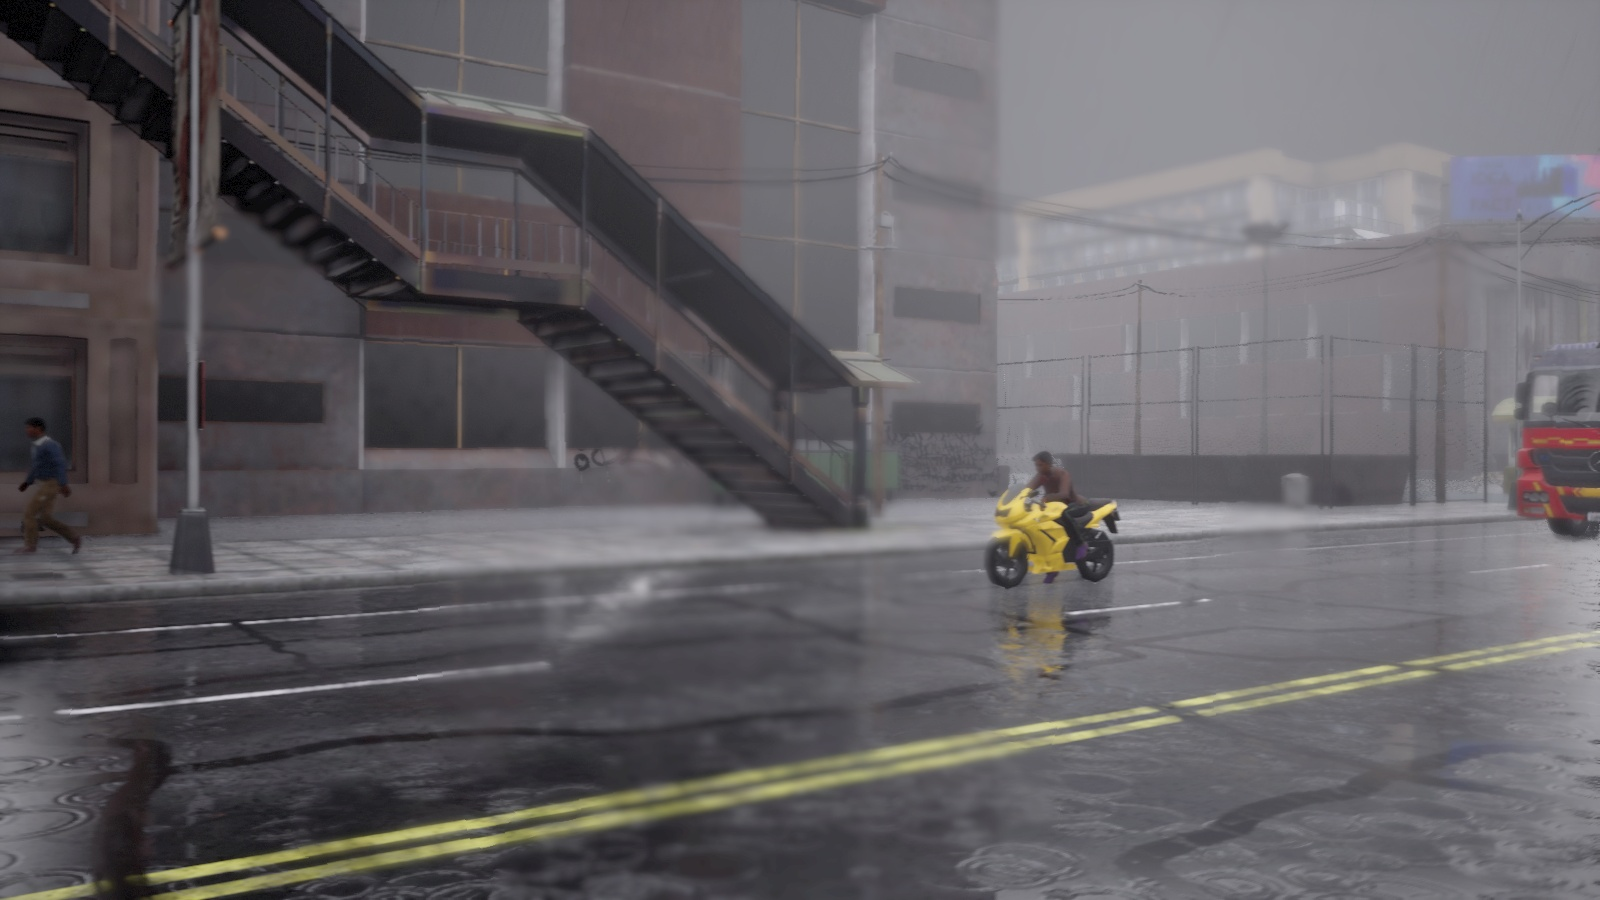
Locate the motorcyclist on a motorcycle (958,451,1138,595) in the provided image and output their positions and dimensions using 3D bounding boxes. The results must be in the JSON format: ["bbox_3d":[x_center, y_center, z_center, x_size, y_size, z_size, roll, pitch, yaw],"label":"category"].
[{"bbox_3d":[2.824,0.772,14.193,2.044,1.523,0.797,0,0,-35],"label":"motorcyclist on a motorcycle"}]

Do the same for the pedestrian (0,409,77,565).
[{"bbox_3d":[-9.760,0.463,16.094,0.788,1.949,0.423,0,0,-40],"label":"pedestrian"}]

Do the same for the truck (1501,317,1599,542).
[{"bbox_3d":[16.985,-0.344,23.919,8.468,3.827,2.891,0,0,-35],"label":"truck"}]
